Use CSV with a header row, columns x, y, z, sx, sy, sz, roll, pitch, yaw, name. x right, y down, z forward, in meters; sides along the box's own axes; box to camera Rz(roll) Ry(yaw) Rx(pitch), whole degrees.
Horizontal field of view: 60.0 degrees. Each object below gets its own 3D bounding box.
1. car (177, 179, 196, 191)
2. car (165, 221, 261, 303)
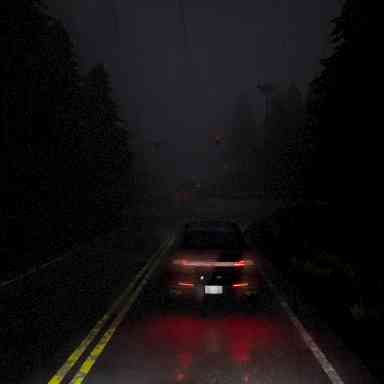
x,y,z,sx,sy,sz,roll,pitch,yaw,name
-0.698,-1.070,45.223,1.812,1.442,4.674,1,9,14,car
0.448,1.466,8.175,2.128,1.511,4.902,0,0,2,car
